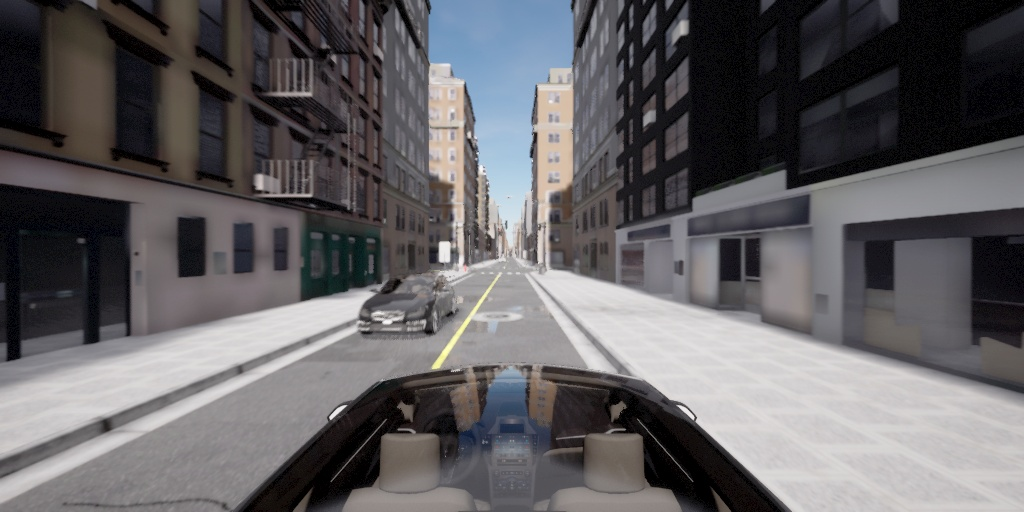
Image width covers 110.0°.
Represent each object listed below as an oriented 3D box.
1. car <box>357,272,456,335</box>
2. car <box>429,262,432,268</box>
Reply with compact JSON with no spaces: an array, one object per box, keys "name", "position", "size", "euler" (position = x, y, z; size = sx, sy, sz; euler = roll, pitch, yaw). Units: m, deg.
[{"name":"car","position":[-2.851,1.262,10.627],"size":[1.837,1.490,4.892],"euler":[0,0,0]},{"name":"car","position":[-14.536,1.330,55.023],"size":[4.313,1.339,1.948],"euler":[0,0,0]}]
